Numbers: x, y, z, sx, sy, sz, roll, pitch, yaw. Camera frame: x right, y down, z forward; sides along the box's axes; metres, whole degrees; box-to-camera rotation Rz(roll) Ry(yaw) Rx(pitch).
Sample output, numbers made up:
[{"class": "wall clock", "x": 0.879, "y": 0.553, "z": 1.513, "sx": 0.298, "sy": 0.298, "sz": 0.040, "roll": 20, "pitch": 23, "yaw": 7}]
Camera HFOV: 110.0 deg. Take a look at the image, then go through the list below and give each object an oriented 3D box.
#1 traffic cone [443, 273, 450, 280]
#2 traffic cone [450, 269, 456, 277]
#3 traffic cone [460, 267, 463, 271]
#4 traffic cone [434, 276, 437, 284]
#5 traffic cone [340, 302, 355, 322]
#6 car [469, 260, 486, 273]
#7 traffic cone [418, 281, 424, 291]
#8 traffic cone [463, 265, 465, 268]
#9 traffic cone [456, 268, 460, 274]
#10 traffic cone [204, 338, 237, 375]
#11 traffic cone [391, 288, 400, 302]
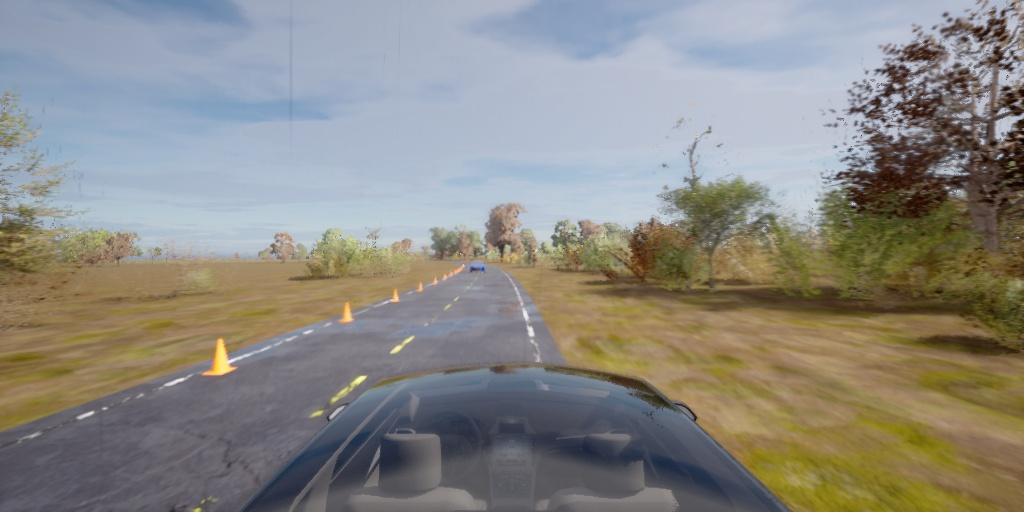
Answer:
[{"class": "traffic cone", "x": -5.851, "y": 1.779, "z": 31.228, "sx": 0.340, "sy": 0.580, "sz": 0.340, "roll": 0, "pitch": 0, "yaw": -3}, {"class": "traffic cone", "x": -6.135, "y": 1.785, "z": 36.192, "sx": 0.340, "sy": 0.580, "sz": 0.340, "roll": 0, "pitch": 0, "yaw": -4}, {"class": "traffic cone", "x": -6.855, "y": 1.800, "z": 46.111, "sx": 0.340, "sy": 0.580, "sz": 0.340, "roll": 0, "pitch": 0, "yaw": -5}, {"class": "traffic cone", "x": -5.616, "y": 1.774, "z": 26.261, "sx": 0.340, "sy": 0.580, "sz": 0.340, "roll": 0, "pitch": 0, "yaw": -2}, {"class": "traffic cone", "x": -5.216, "y": 1.764, "z": 11.349, "sx": 0.340, "sy": 0.580, "sz": 0.340, "roll": 0, "pitch": 0, "yaw": -1}, {"class": "car", "x": -4.225, "y": 1.292, "z": 44.208, "sx": 1.882, "sy": 1.535, "sz": 5.008, "roll": -1, "pitch": 0, "yaw": -5}, {"class": "traffic cone", "x": -5.432, "y": 1.769, "z": 21.292, "sx": 0.340, "sy": 0.580, "sz": 0.340, "roll": 0, "pitch": 0, "yaw": -2}, {"class": "traffic cone", "x": -7.291, "y": 1.809, "z": 51.065, "sx": 0.340, "sy": 0.580, "sz": 0.340, "roll": 0, "pitch": 0, "yaw": -5}, {"class": "traffic cone", "x": -6.470, "y": 1.792, "z": 41.154, "sx": 0.340, "sy": 0.580, "sz": 0.340, "roll": 0, "pitch": 0, "yaw": -4}, {"class": "traffic cone", "x": -5.183, "y": 1.762, "z": 6.376, "sx": 0.340, "sy": 0.580, "sz": 0.340, "roll": 0, "pitch": 0, "yaw": 0}, {"class": "traffic cone", "x": -5.299, "y": 1.766, "z": 16.321, "sx": 0.340, "sy": 0.580, "sz": 0.340, "roll": 0, "pitch": 0, "yaw": -1}]
